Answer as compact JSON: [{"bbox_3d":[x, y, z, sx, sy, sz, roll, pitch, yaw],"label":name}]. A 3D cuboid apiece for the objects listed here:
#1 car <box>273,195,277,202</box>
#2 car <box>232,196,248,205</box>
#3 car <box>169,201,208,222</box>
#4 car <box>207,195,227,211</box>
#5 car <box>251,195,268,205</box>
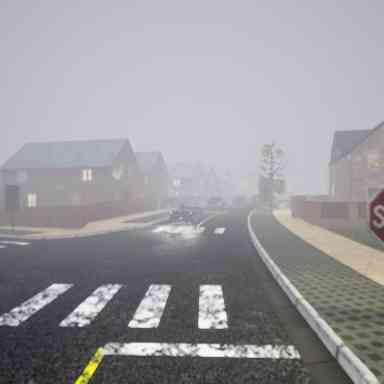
[{"bbox_3d":[15.401,1.279,65.498,1.837,1.490,4.892,0,0,27],"label":"car"},{"bbox_3d":[8.011,1.331,55.432,1.882,1.535,5.008,0,0,22],"label":"car"},{"bbox_3d":[-0.330,1.568,26.041,1.895,1.301,4.718,0,0,12],"label":"car"},{"bbox_3d":[2.910,1.273,40.019,2.097,1.767,4.553,0,0,16],"label":"car"},{"bbox_3d":[11.458,1.181,56.297,2.097,1.767,4.553,0,0,23],"label":"car"}]
